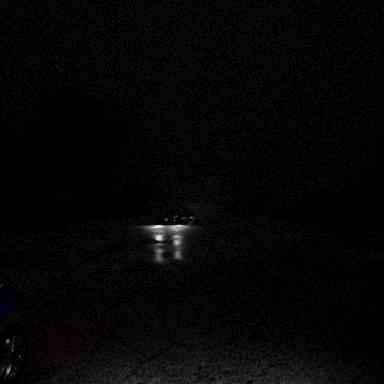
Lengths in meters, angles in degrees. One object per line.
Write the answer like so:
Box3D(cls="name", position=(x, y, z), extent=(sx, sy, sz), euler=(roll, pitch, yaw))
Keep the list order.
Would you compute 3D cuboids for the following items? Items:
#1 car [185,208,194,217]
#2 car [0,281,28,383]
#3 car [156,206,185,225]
Box3D(cls="car", position=(-0.663, 3.343, 53.883), extent=(2.033, 1.411, 5.357), euler=(-1, -4, 3))
Box3D(cls="car", position=(-3.223, 1.414, 2.350), extent=(2.097, 1.767, 4.553), euler=(-1, -1, 3))
Box3D(cls="car", position=(-1.915, 2.009, 28.758), extent=(1.837, 1.490, 4.892), euler=(-1, -1, 3))
